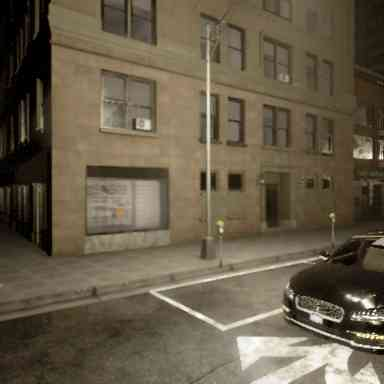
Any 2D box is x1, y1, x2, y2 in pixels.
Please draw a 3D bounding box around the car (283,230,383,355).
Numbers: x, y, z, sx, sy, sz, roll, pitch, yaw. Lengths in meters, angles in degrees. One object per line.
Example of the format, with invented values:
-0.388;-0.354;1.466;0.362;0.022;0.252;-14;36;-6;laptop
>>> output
3.694;1.496;5.999;4.892;1.490;1.837;0;0;-35;car
